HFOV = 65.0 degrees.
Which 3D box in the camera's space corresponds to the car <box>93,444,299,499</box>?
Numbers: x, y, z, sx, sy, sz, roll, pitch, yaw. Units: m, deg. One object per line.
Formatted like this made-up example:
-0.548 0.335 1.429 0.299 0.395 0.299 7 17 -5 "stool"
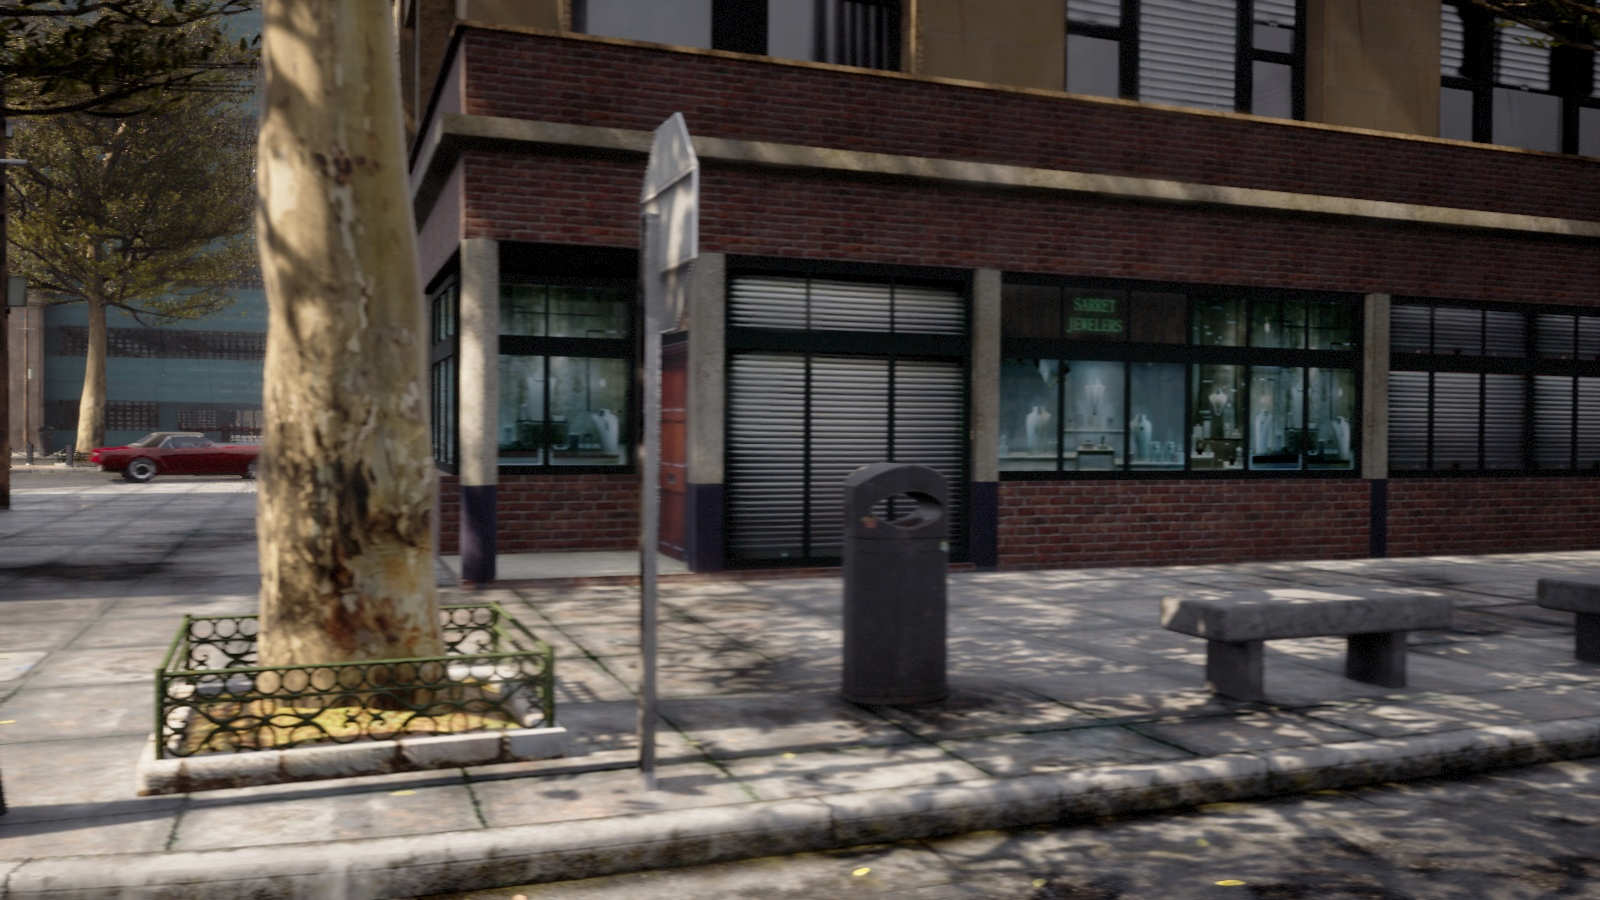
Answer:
-16.176 0.528 33.729 4.718 1.301 1.895 -1 1 -35 "car"
